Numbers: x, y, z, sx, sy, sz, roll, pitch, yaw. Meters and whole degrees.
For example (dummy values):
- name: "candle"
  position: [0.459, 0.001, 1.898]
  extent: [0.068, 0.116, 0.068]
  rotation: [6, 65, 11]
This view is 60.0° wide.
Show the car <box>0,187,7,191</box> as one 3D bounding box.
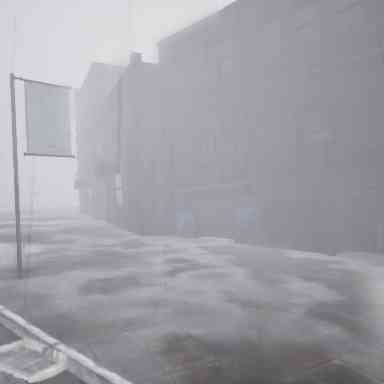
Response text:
- name: "car"
  position: [-47.420, -0.646, 79.378]
  extent: [2.231, 1.521, 4.892]
  rotation: [-4, -3, 5]
